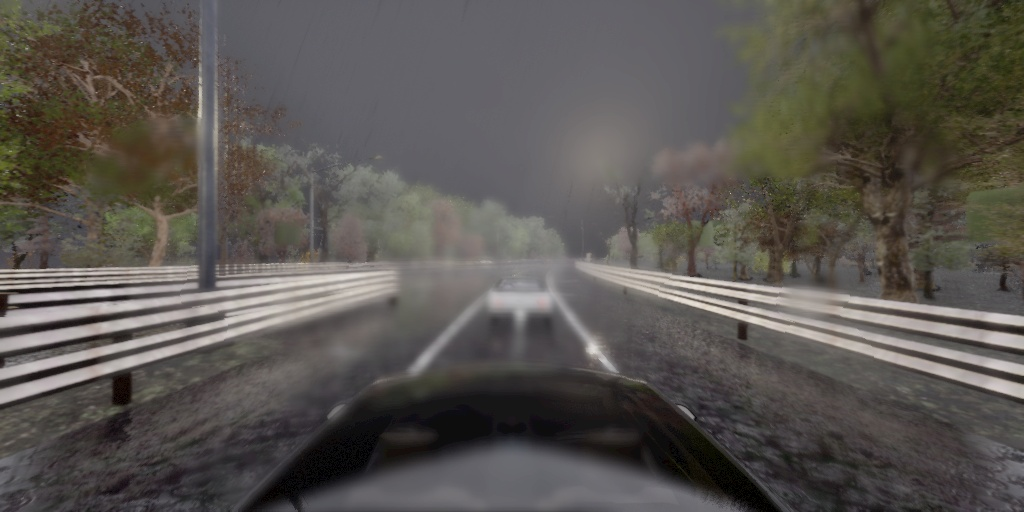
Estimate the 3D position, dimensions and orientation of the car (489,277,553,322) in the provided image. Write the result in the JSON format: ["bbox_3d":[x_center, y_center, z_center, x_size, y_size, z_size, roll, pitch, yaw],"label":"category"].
[{"bbox_3d":[0.345,1.385,12.497,1.895,1.301,4.718,0,0,2],"label":"car"}]
